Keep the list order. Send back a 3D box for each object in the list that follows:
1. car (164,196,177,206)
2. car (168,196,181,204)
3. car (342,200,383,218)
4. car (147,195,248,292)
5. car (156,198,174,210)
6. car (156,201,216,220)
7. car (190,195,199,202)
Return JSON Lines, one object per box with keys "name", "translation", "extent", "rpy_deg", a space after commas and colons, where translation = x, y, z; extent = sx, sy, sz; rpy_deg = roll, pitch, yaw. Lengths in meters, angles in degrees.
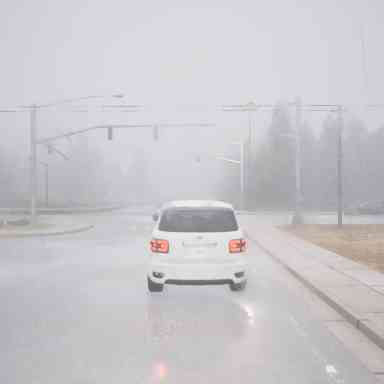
{"name": "car", "translation": [-3.556, 1.505, 55.126], "extent": [1.837, 1.490, 4.892], "rpy_deg": [0, 0, 0]}
{"name": "car", "translation": [-3.422, 1.491, 65.392], "extent": [2.128, 1.511, 4.902], "rpy_deg": [0, 0, 1]}
{"name": "car", "translation": [16.028, 1.518, 30.468], "extent": [4.902, 1.511, 2.128], "rpy_deg": [0, 0, 1]}
{"name": "car", "translation": [0.068, 1.218, 9.086], "extent": [2.150, 2.045, 5.566], "rpy_deg": [0, 0, -2]}
{"name": "car", "translation": [-3.584, 1.547, 44.939], "extent": [2.033, 1.411, 5.357], "rpy_deg": [0, 0, 0]}
{"name": "car", "translation": [-0.487, 1.519, 28.631], "extent": [4.892, 1.490, 1.837], "rpy_deg": [1, -2, -31]}
{"name": "car", "translation": [0.593, 1.525, 81.687], "extent": [2.128, 1.511, 4.902], "rpy_deg": [0, 0, 2]}
